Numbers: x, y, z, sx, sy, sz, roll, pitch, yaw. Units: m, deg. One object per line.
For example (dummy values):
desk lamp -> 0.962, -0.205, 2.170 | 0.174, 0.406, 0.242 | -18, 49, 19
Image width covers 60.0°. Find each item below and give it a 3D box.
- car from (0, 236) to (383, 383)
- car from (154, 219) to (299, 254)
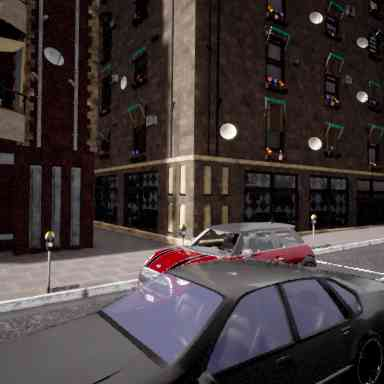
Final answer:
car -> 0.395, 1.548, 3.662 | 5.357, 1.411, 2.033 | 0, 0, -35
car -> 0.854, 1.442, 7.300 | 4.097, 1.590, 1.967 | 0, 1, -35
